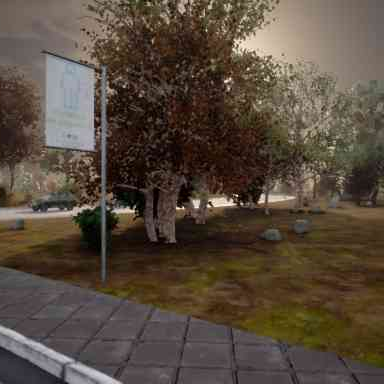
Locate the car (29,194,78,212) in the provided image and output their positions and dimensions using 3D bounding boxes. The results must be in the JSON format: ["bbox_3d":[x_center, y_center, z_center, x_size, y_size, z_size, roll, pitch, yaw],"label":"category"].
[{"bbox_3d":[-16.546,1.212,39.955,2.150,2.045,5.566,0,0,38],"label":"car"}]

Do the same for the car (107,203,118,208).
[{"bbox_3d":[-10.155,1.462,48.182,1.837,1.490,4.892,0,0,37],"label":"car"}]
